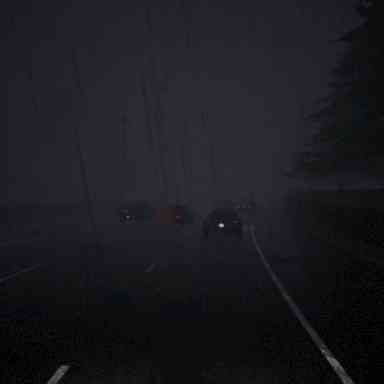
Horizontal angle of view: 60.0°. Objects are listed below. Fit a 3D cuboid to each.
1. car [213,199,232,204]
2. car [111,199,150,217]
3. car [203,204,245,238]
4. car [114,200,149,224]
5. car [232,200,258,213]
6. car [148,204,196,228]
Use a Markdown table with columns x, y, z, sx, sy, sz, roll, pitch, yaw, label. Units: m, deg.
| x | y | z | sx | sy | sz | roll | pitch | yaw | label |
| --- | --- | --- | --- | --- | --- | --- | --- | --- | --- |
| 4.044 | 1.564 | 41.790 | 1.882 | 1.535 | 5.008 | 0 | 0 | 19 | car |
| -5.926 | 1.534 | 32.872 | 1.882 | 1.535 | 5.008 | 0 | 0 | 14 | car |
| 1.740 | 1.601 | 18.063 | 1.994 | 1.385 | 4.181 | 0 | 0 | 9 | car |
| -3.993 | 1.536 | 25.684 | 2.128 | 1.511 | 4.902 | 0 | 0 | 11 | car |
| 6.275 | 1.628 | 37.571 | 2.033 | 1.411 | 5.357 | 0 | 0 | 18 | car |
| -1.022 | 1.591 | 22.921 | 2.033 | 1.411 | 5.357 | 0 | 0 | 11 | car |
